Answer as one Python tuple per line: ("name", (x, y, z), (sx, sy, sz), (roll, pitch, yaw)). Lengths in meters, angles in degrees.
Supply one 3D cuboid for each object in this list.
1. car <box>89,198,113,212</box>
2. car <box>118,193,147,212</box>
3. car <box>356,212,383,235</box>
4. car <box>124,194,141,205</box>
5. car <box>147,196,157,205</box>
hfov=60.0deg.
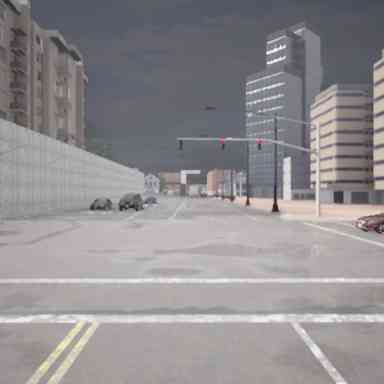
("car", (-10.634, 1.482, 39.238), (1.837, 1.490, 4.892), (0, 0, 0))
("car", (-7.128, 1.198, 39.268), (2.150, 2.045, 5.566), (0, 0, 0))
("car", (11.386, 1.528, 17.939), (4.674, 1.442, 1.812), (0, 0, 0))
("car", (-10.618, 1.316, 59.466), (2.097, 1.767, 4.553), (0, 0, 0))
("car", (-7.127, 1.492, 57.963), (1.812, 1.442, 4.674), (0, 0, 0))
